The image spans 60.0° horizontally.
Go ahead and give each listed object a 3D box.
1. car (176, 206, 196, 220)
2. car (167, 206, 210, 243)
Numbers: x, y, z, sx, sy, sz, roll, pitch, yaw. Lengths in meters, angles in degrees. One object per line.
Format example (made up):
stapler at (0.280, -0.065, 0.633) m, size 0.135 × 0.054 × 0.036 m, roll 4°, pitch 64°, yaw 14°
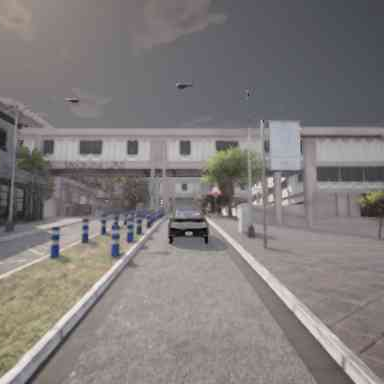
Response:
car at (-0.639, 2.088, 34.261) m, size 1.895 × 1.301 × 4.718 m, roll 0°, pitch -2°, yaw -1°
car at (-0.184, 1.561, 16.435) m, size 2.128 × 1.511 × 4.902 m, roll 0°, pitch -1°, yaw -1°
